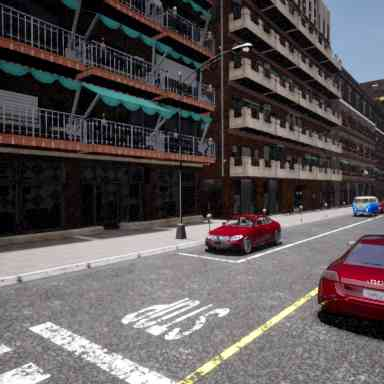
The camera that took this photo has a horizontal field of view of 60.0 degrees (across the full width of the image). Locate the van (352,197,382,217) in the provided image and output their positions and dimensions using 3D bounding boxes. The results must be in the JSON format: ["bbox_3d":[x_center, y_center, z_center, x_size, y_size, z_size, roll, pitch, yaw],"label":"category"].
[{"bbox_3d":[16.156,1.327,30.948,1.690,1.788,3.998,-1,-1,39],"label":"van"}]

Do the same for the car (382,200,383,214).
[{"bbox_3d":[19.690,1.567,35.374,1.802,1.307,4.206,-1,-1,39],"label":"car"}]

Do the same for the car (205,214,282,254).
[{"bbox_3d":[2.227,1.573,13.480,1.802,1.307,4.206,-1,-1,39],"label":"car"}]

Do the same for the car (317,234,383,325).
[{"bbox_3d":[4.086,1.561,6.722,1.994,1.385,4.181,0,0,39],"label":"car"}]
